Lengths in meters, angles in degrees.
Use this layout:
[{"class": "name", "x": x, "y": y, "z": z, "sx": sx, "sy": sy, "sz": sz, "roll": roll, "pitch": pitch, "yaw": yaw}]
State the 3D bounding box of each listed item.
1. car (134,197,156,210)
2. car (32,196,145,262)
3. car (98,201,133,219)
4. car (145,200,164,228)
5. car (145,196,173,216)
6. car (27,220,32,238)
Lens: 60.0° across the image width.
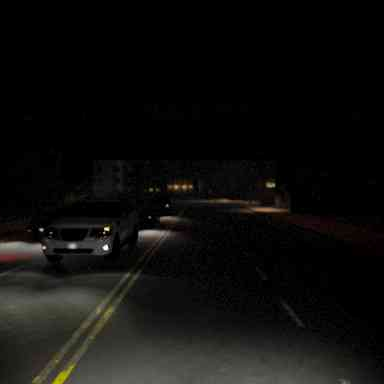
[{"class": "car", "x": -6.208, "y": 1.491, "z": 44.510, "sx": 2.033, "sy": 1.411, "sz": 5.357, "roll": 0, "pitch": 0, "yaw": 1}, {"class": "car", "x": -3.395, "y": 1.201, "z": 12.336, "sx": 2.150, "sy": 2.045, "sz": 5.566, "roll": 0, "pitch": 0, "yaw": 1}, {"class": "car", "x": -6.575, "y": 1.518, "z": 29.093, "sx": 1.994, "sy": 1.385, "sz": 4.181, "roll": 0, "pitch": 0, "yaw": 1}, {"class": "car", "x": -3.210, "y": 1.494, "z": 22.101, "sx": 1.812, "sy": 1.442, "sz": 4.674, "roll": 0, "pitch": 0, "yaw": 1}, {"class": "car", "x": -3.015, "y": 1.309, "z": 32.188, "sx": 2.097, "sy": 1.767, "sz": 4.553, "roll": 0, "pitch": 0, "yaw": 1}, {"class": "car", "x": -6.799, "y": 1.472, "z": 17.539, "sx": 1.837, "sy": 1.490, "sz": 4.892, "roll": 0, "pitch": 0, "yaw": 1}]
